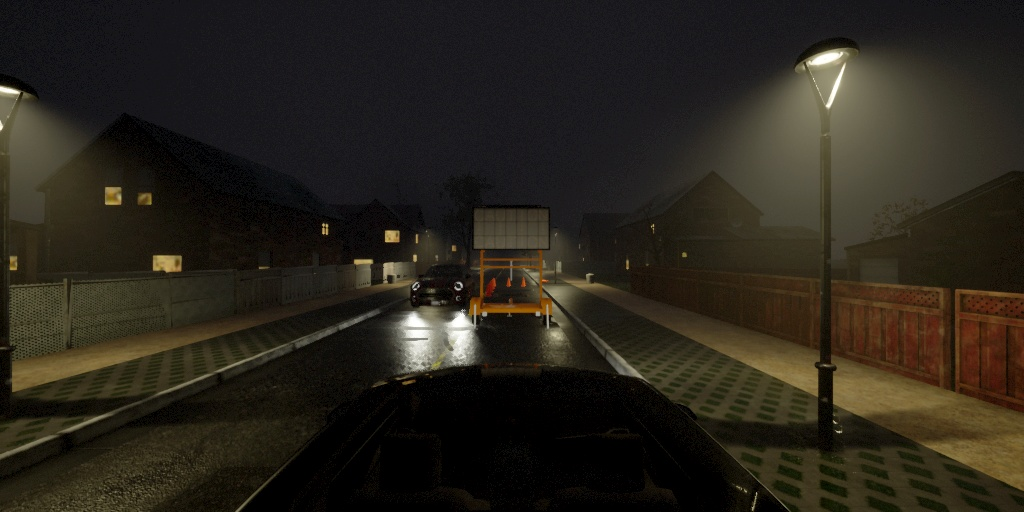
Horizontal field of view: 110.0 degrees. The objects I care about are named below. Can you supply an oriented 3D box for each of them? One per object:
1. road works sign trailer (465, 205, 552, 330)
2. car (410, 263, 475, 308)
[{"bbox_3d":[-0.021,0.221,11.192,2.380,3.560,2.880,0,0,0],"label":"road works sign trailer"},{"bbox_3d":[-2.781,1.118,15.211,2.097,1.767,4.553,0,0,0],"label":"car"}]
